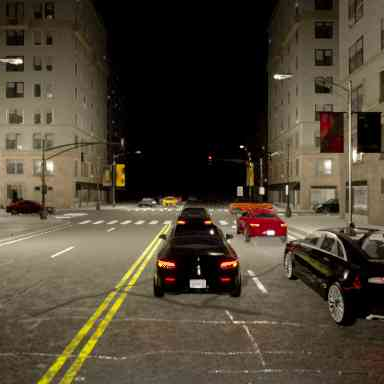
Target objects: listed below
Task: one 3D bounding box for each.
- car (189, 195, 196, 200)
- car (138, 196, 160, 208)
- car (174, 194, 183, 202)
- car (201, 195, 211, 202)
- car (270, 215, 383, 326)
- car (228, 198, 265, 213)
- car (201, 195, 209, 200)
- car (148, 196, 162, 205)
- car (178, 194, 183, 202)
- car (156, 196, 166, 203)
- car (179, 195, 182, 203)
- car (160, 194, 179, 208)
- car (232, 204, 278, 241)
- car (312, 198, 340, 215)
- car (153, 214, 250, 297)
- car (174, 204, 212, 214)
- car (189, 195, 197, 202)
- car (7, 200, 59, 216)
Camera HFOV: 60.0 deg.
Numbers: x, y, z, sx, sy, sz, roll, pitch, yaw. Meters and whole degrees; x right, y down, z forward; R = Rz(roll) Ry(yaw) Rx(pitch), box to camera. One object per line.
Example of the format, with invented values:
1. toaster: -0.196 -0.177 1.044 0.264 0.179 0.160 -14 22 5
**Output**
1. car: 0.139 1.435 88.487 1.994 1.385 4.181 0 0 0
2. car: -6.492 1.561 49.125 2.033 1.411 5.357 0 0 4
3. car: -3.127 1.347 78.165 2.097 1.767 4.553 0 0 0
4. car: 3.373 1.551 78.062 2.033 1.411 5.357 0 0 0
5. car: 3.348 1.492 7.027 2.128 1.511 4.902 0 0 1
6. car: 5.768 1.363 31.505 4.553 1.767 2.097 0 0 0
7. car: 3.389 1.435 88.482 1.994 1.385 4.181 0 0 0
8. car: -6.487 1.520 58.864 1.837 1.490 4.892 0 0 0
9. car: -3.154 1.368 68.204 2.097 1.767 4.553 0 0 0
10. car: -6.392 1.541 69.016 1.812 1.442 4.674 0 0 0
11. car: -3.236 1.616 58.752 1.895 1.301 4.718 0 0 0
12. car: -3.276 1.491 49.414 1.882 1.535 5.008 0 0 -1
13. car: 3.273 1.528 16.122 1.812 1.442 4.674 0 0 0
14. car: 14.814 1.408 34.384 4.553 1.767 2.097 0 0 1
15. car: 0.109 1.526 8.425 1.812 1.442 4.674 0 0 0
16. car: 0.125 1.528 17.334 1.812 1.442 4.674 0 0 0
17. car: 0.124 1.607 78.514 1.895 1.301 4.718 0 0 0
18. car: -14.949 1.513 31.325 4.674 1.442 1.812 0 0 5
